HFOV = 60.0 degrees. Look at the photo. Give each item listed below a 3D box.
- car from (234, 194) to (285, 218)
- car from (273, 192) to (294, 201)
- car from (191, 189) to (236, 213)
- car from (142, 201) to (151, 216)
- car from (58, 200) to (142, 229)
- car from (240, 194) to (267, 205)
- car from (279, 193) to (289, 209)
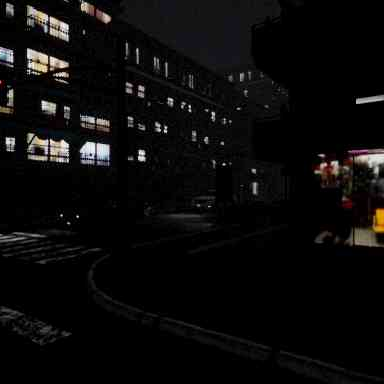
[{"bbox_3d":[5.289,1.118,25.173,1.887,1.381,4.507,1,1,35],"label":"car"},{"bbox_3d":[14.710,0.719,53.210,1.947,1.339,4.313,1,1,35],"label":"car"},{"bbox_3d":[2.161,0.773,30.933,2.150,2.045,5.566,0,1,35],"label":"car"},{"bbox_3d":[-4.966,1.264,25.524,1.947,1.339,4.313,1,1,35],"label":"car"},{"bbox_3d":[-5.517,1.365,20.022,1.895,1.301,4.718,0,1,35],"label":"car"},{"bbox_3d":[8.187,0.916,43.957,1.802,1.307,4.206,1,1,35],"label":"car"},{"bbox_3d":[8.492,1.065,29.841,1.802,1.307,4.206,1,1,35],"label":"car"}]
